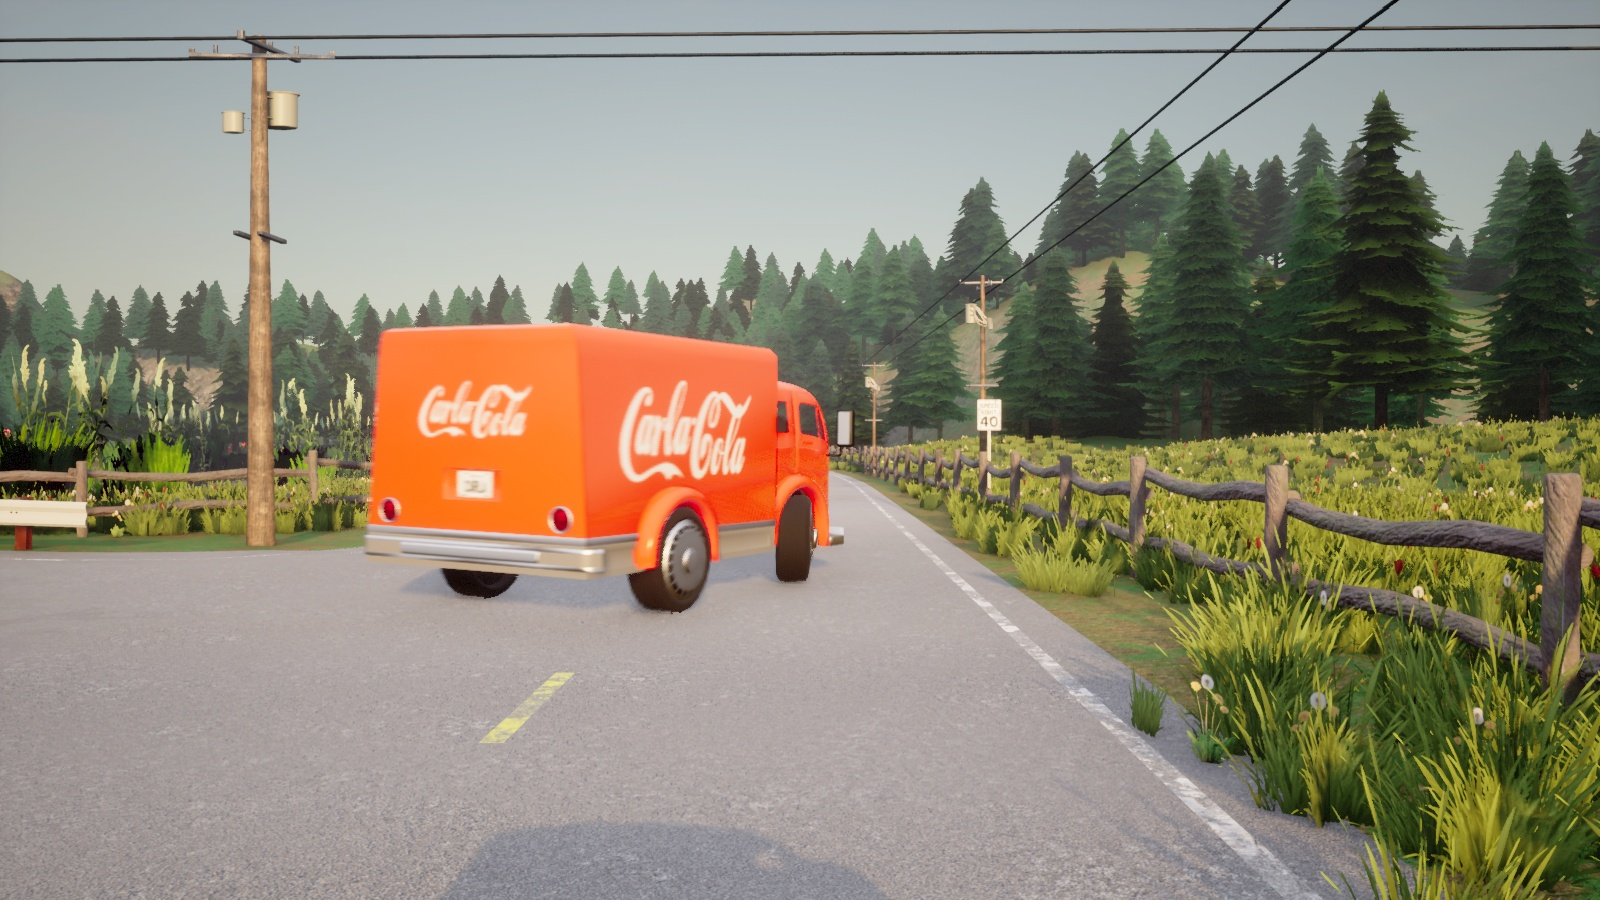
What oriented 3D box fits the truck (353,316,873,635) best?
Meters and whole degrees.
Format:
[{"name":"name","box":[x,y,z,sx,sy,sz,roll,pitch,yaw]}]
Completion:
[{"name":"truck","box":[-1.522,0.172,12.636,2.627,2.467,5.204,1,1,26]}]
